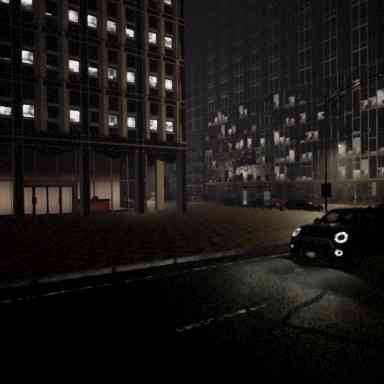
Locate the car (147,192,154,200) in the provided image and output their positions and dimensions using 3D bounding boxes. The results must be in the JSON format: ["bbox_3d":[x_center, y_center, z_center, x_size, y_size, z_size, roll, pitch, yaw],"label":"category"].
[{"bbox_3d":[-10.268,1.039,69.107,2.008,1.369,4.403,0,1,-34],"label":"car"}]

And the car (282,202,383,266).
[{"bbox_3d":[5.508,1.346,11.630,4.553,1.767,2.097,0,0,-36],"label":"car"}]

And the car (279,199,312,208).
[{"bbox_3d":[12.147,1.423,36.237,1.947,1.339,4.313,0,1,-34],"label":"car"}]

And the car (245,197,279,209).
[{"bbox_3d":[8.943,1.388,40.935,1.802,1.307,4.206,0,1,-34],"label":"car"}]

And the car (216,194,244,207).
[{"bbox_3d":[5.774,1.319,45.652,1.947,1.339,4.313,0,1,-34],"label":"car"}]

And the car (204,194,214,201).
[{"bbox_3d":[3.075,1.043,64.479,1.802,1.307,4.206,0,1,-34],"label":"car"}]

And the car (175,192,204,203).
[{"bbox_3d":[-0.447,0.925,59.452,2.097,1.767,4.553,-1,1,-34],"label":"car"}]

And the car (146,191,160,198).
[{"bbox_3d":[-9.795,0.686,83.218,1.967,1.590,4.097,0,1,-34],"label":"car"}]

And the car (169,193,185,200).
[{"bbox_3d":[-3.360,0.936,73.850,1.802,1.307,4.206,0,1,-34],"label":"car"}]

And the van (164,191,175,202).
[{"bbox_3d":[-3.833,0.937,59.734,1.690,1.788,3.998,0,1,-34],"label":"van"}]

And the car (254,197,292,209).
[{"bbox_3d":[10.533,1.353,43.380,1.895,1.301,4.718,-1,1,-34],"label":"car"}]

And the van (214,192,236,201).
[{"bbox_3d":[6.292,0.855,59.791,1.690,1.788,3.998,0,1,-34],"label":"van"}]
